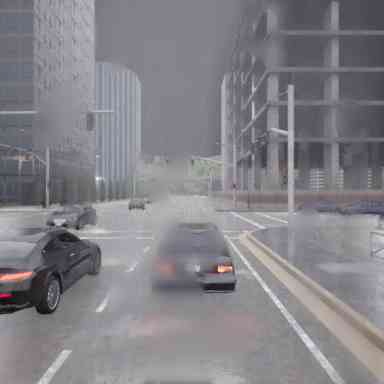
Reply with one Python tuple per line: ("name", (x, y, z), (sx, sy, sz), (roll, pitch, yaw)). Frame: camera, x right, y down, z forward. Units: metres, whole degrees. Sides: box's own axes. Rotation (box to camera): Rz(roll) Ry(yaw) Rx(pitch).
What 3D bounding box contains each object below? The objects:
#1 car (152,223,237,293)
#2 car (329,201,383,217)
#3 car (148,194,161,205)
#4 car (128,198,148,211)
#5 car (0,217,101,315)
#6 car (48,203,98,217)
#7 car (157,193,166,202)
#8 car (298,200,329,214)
("car", (0.054, 1.547, 8.976), (2.033, 1.411, 5.357), (0, 0, 0))
("car", (15.848, 1.492, 30.283), (5.357, 1.411, 2.033), (0, 0, 0))
("car", (-7.188, 1.563, 59.750), (1.994, 1.385, 4.181), (0, 0, 0))
("car", (-6.826, 1.504, 41.282), (1.837, 1.490, 4.892), (0, 0, -5))
("car", (-3.454, 1.526, 7.459), (1.812, 1.442, 4.674), (0, 0, 0))
("car", (-7.138, 1.466, 20.250), (2.128, 1.511, 4.902), (0, 0, 0))
("car", (-7.141, 1.225, 74.986), (2.150, 2.045, 5.566), (0, 0, 0))
("car", (12.980, 1.508, 33.767), (4.181, 1.385, 1.994), (0, 0, 0))
